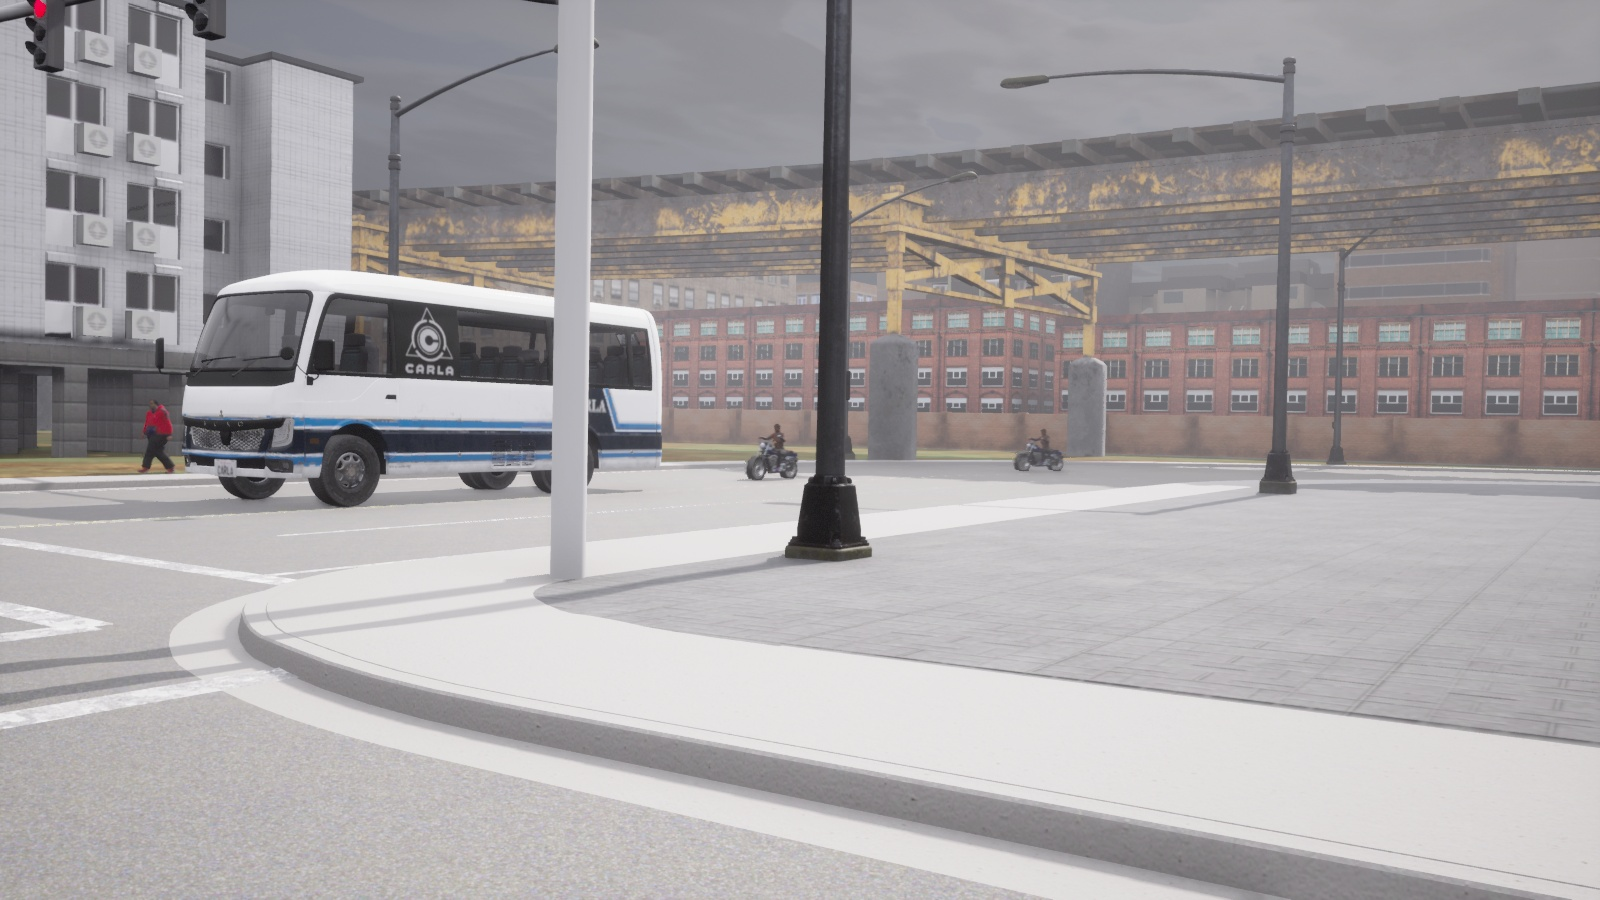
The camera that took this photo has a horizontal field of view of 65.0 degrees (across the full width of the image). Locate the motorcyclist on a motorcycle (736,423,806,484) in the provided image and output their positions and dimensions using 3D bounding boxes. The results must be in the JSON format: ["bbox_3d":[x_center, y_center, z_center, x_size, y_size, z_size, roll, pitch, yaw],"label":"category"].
[{"bbox_3d":[-0.791,0.065,35.365,0.766,1.649,2.350,1,1,33],"label":"motorcyclist on a motorcycle"}]

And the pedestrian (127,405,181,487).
[{"bbox_3d":[-14.934,-0.102,29.049,0.634,1.844,0.899,1,1,33],"label":"pedestrian"}]

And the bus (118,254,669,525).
[{"bbox_3d":[-7.391,-1.054,25.062,3.944,4.253,10.273,1,1,33],"label":"bus"}]

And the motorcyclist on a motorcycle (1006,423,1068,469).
[{"bbox_3d":[8.758,-0.153,46.326,2.350,1.649,0.766,-1,2,-32],"label":"motorcyclist on a motorcycle"}]
